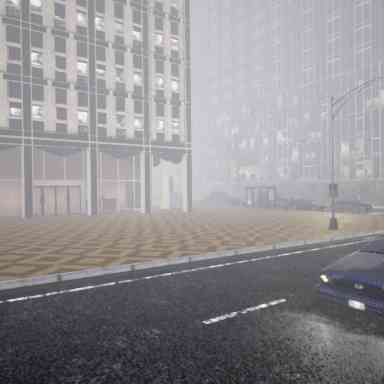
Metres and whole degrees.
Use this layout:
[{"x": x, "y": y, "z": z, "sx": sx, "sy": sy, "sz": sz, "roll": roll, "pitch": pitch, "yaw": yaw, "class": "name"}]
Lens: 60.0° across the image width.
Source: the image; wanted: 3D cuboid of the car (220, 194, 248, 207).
[{"x": 6.373, "y": 1.315, "z": 45.949, "sx": 1.947, "sy": 1.339, "sz": 4.313, "roll": -1, "pitch": 1, "yaw": -34, "class": "car"}]

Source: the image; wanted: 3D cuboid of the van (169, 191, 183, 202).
[{"x": -3.185, "y": 0.932, "z": 60.064, "sx": 1.690, "sy": 1.788, "sz": 3.998, "roll": 0, "pitch": 1, "yaw": -34, "class": "van"}]

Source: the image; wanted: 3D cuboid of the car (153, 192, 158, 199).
[{"x": -9.588, "y": 1.035, "z": 69.459, "sx": 2.008, "sy": 1.369, "sz": 4.403, "roll": 0, "pitch": 1, "yaw": -34, "class": "car"}]

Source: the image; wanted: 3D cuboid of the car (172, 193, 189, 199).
[{"x": -2.663, "y": 0.930, "z": 74.178, "sx": 1.802, "sy": 1.307, "sz": 4.206, "roll": 0, "pitch": 1, "yaw": -34, "class": "car"}]

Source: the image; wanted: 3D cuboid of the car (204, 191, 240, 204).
[{"x": 4.914, "y": 0.868, "z": 52.780, "sx": 2.150, "sy": 2.045, "sz": 5.566, "roll": -1, "pitch": 1, "yaw": -34, "class": "car"}]

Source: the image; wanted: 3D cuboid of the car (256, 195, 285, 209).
[{"x": 9.526, "y": 1.383, "z": 41.220, "sx": 1.802, "sy": 1.307, "sz": 4.206, "roll": -1, "pitch": 1, "yaw": -34, "class": "car"}]

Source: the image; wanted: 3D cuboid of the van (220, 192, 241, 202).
[{"x": 6.940, "y": 0.849, "z": 60.085, "sx": 1.690, "sy": 1.788, "sz": 3.998, "roll": -1, "pitch": 1, "yaw": -34, "class": "van"}]

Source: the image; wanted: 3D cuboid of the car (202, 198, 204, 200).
[{"x": 3.739, "y": 1.037, "z": 64.785, "sx": 1.802, "sy": 1.307, "sz": 4.206, "roll": -1, "pitch": 1, "yaw": -34, "class": "car"}]

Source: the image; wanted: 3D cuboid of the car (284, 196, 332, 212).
[{"x": 12.713, "y": 1.419, "z": 36.512, "sx": 1.947, "sy": 1.339, "sz": 4.313, "roll": -1, "pitch": 1, "yaw": -34, "class": "car"}]

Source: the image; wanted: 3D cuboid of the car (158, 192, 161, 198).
[{"x": -5.865, "y": 0.609, "z": 78.871, "sx": 2.192, "sy": 1.841, "sz": 5.009, "roll": 0, "pitch": 1, "yaw": -34, "class": "car"}]

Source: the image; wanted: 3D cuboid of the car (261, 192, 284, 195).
[{"x": 10.942, "y": 0.966, "z": 43.920, "sx": 2.150, "sy": 2.045, "sz": 5.566, "roll": -1, "pitch": 1, "yaw": -34, "class": "car"}]

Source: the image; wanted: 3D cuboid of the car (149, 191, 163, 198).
[{"x": -9.066, "y": 0.680, "z": 83.568, "sx": 1.967, "sy": 1.590, "sz": 4.097, "roll": 0, "pitch": 1, "yaw": -34, "class": "car"}]

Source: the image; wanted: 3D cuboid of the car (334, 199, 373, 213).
[{"x": 16.800, "y": 1.403, "z": 35.330, "sx": 1.994, "sy": 1.385, "sz": 4.181, "roll": -1, "pitch": 1, "yaw": -34, "class": "car"}]

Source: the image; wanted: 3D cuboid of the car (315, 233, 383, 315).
[{"x": 4.988, "y": 1.543, "z": 7.239, "sx": 5.357, "sy": 1.411, "sz": 2.033, "roll": 0, "pitch": 0, "yaw": -35, "class": "car"}]
